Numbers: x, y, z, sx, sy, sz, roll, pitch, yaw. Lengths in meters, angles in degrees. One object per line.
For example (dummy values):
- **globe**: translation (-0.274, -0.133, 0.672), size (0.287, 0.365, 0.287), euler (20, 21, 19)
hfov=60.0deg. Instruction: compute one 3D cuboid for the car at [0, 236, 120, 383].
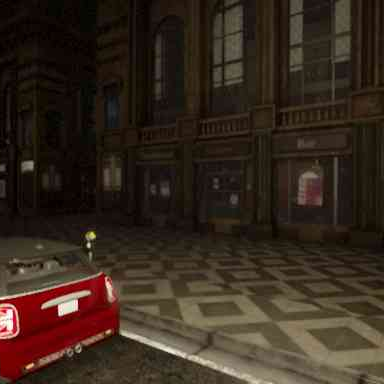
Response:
- **car**: translation (-3.079, 1.418, 5.164), size (4.097, 1.590, 1.967), euler (0, 0, 36)
